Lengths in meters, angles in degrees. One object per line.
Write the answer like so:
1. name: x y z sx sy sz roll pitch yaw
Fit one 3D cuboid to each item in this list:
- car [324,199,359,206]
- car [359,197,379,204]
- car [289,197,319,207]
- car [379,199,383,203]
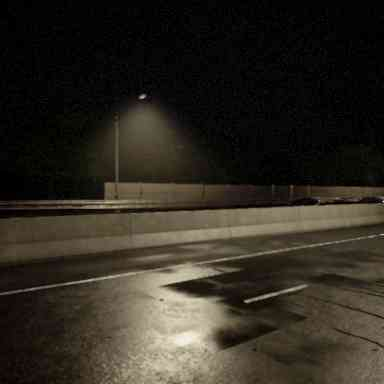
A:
1. car: 19.348 1.587 43.572 4.718 1.301 1.895 0 0 -35
2. car: 29.387 1.507 55.024 4.674 1.442 1.812 0 0 -35
3. car: 15.194 1.492 44.905 4.892 1.490 1.837 0 0 -35
4. car: 32.176 1.486 52.722 4.892 1.490 1.837 0 0 -35
